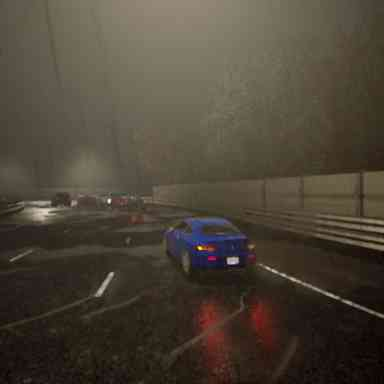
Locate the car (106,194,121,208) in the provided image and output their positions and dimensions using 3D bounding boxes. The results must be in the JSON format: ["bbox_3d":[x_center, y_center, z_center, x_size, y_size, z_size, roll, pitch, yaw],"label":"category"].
[{"bbox_3d":[-10.210,1.395,46.126,1.812,1.442,4.674,0,0,-25],"label":"car"}]

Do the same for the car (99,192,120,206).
[{"bbox_3d":[-12.333,1.081,50.704,2.150,2.045,5.566,0,0,-29],"label":"car"}]

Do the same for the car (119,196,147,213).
[{"bbox_3d":[-6.078,1.384,35.240,2.128,1.511,4.902,0,0,-19],"label":"car"}]

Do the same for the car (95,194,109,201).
[{"bbox_3d":[-21.567,1.310,80.059,1.812,1.442,4.674,0,0,3],"label":"car"}]

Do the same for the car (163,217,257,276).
[{"bbox_3d":[0.357,1.488,10.237,1.812,1.442,4.674,0,0,-16],"label":"car"}]

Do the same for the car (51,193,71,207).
[{"bbox_3d":[-18.841,1.112,47.913,2.150,2.045,5.566,0,0,-29],"label":"car"}]

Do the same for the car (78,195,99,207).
[{"bbox_3d":[-15.719,1.352,49.500,1.882,1.535,5.008,0,0,-29],"label":"car"}]
